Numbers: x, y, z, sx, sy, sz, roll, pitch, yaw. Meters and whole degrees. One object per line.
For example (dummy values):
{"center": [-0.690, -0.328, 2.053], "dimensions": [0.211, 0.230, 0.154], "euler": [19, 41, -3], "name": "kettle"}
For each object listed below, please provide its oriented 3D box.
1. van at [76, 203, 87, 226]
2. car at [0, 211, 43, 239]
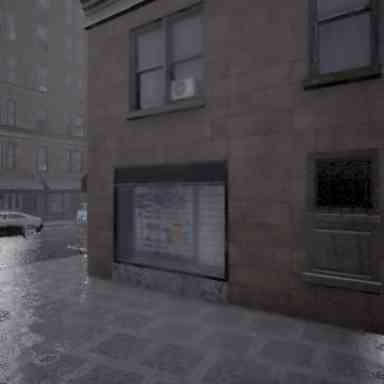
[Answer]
{"center": [-7.052, 1.728, 25.912], "dimensions": [1.690, 1.788, 3.998], "euler": [-1, -2, 35], "name": "van"}
{"center": [-10.050, 1.731, 16.883], "dimensions": [2.128, 1.511, 4.902], "euler": [0, -1, 31], "name": "car"}
